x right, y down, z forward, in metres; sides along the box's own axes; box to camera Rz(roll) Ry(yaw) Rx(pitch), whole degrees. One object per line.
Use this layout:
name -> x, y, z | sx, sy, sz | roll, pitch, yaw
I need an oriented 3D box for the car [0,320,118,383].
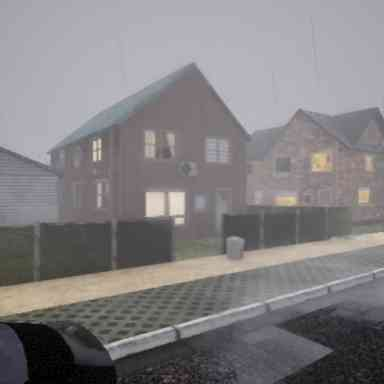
car -> -2.623, 1.493, 1.184 | 4.902, 1.511, 2.128 | 0, 0, -35
